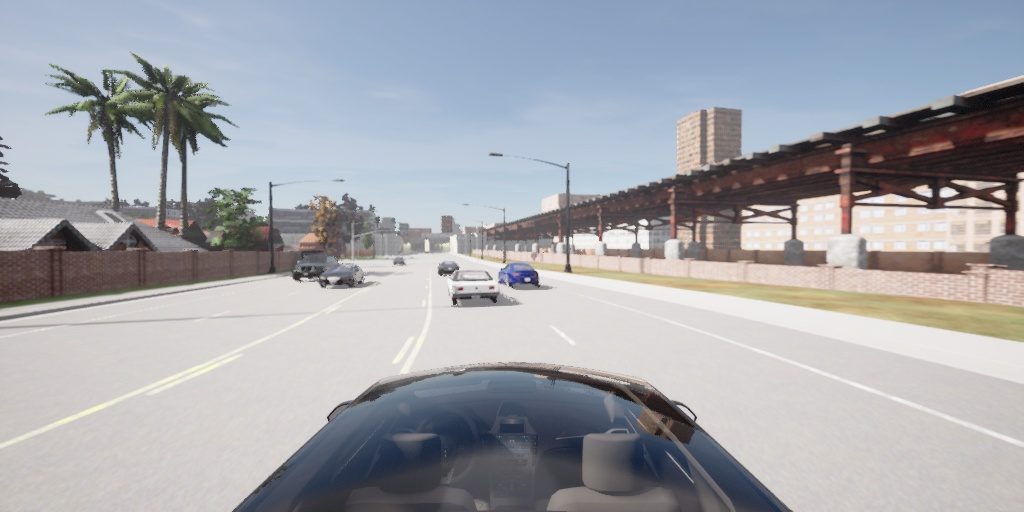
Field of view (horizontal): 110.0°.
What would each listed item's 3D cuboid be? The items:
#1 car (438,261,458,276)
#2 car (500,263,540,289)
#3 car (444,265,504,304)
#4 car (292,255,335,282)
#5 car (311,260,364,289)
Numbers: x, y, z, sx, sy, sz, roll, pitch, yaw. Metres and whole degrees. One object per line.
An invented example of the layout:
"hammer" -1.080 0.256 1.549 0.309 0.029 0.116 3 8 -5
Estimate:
"car" -6.209 1.152 35.254 1.994 1.385 4.181 -1 0 -13
"car" 0.352 1.129 22.008 1.812 1.442 4.674 -1 0 -12
"car" -1.858 1.270 15.960 1.895 1.301 4.718 -1 0 -12
"car" -15.795 0.958 29.120 2.150 2.045 5.566 -1 0 -13
"car" -10.846 1.213 23.096 2.128 1.511 4.902 -1 0 -13
